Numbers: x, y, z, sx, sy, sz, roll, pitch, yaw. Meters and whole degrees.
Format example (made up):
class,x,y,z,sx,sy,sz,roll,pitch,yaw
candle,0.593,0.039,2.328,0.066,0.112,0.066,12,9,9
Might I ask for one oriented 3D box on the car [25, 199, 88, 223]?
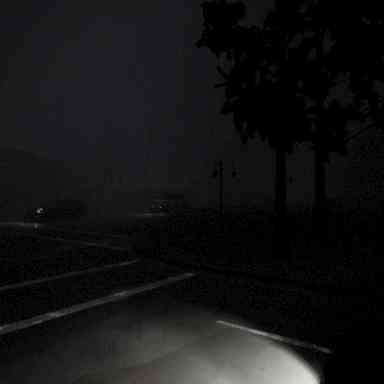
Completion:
class,x,y,z,sx,sy,sz,roll,pitch,yaw
car,-10.567,1.350,26.049,2.097,1.767,4.553,0,0,36

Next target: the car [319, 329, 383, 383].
class,x,y,z,sx,sy,sz,roll,pitch,yaw
car,2.886,1.563,1.913,4.181,1.385,1.994,0,0,36

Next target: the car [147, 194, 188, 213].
class,x,y,z,sx,sy,sz,roll,pitch,yaw
car,-2.622,1.211,37.660,2.150,2.045,5.566,0,0,35

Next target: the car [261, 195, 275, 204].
class,x,y,z,sx,sy,sz,roll,pitch,yaw
car,13.853,1.335,60.774,2.097,1.767,4.553,0,0,7
